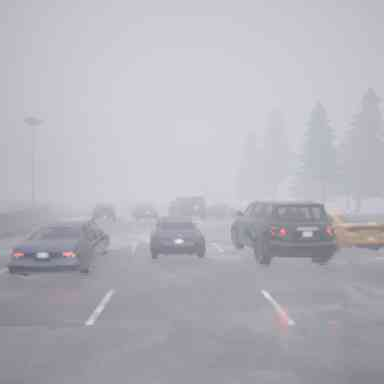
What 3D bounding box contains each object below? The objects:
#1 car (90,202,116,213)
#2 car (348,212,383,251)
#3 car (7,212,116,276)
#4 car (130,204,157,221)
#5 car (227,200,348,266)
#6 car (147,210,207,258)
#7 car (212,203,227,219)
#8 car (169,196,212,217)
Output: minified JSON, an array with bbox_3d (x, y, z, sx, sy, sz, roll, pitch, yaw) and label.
[{"bbox_3d":[-7.583,1.662,28.416,1.837,1.490,4.892,0,0,-18],"label":"car"},{"bbox_3d":[6.217,1.558,14.554,1.882,1.535,5.008,0,0,-7],"label":"car"},{"bbox_3d":[-3.878,1.606,10.618,2.033,1.411,5.357,0,0,-5],"label":"car"},{"bbox_3d":[-4.278,1.727,29.536,1.994,1.385,4.181,0,0,-18],"label":"car"},{"bbox_3d":[2.999,1.290,12.063,2.150,2.045,5.566,0,0,-6],"label":"car"},{"bbox_3d":[-0.654,1.638,13.190,1.994,1.385,4.181,0,0,-6],"label":"car"},{"bbox_3d":[2.488,1.736,31.339,1.994,1.385,4.181,0,0,-18],"label":"car"},{"bbox_3d":[-0.449,1.382,29.100,2.150,2.045,5.566,0,0,-17],"label":"car"}]
